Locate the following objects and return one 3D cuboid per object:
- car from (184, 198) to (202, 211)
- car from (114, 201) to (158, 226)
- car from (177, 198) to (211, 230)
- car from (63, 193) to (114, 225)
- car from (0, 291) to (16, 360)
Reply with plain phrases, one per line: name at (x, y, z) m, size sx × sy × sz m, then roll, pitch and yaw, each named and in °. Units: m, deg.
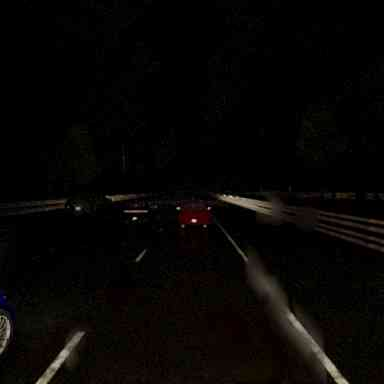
car at (0.120, 1.368, 37.913) m, size 1.895 × 1.301 × 4.718 m, roll 0°, pitch 0°, yaw 0°
car at (-3.389, 1.356, 22.137) m, size 2.128 × 1.511 × 4.902 m, roll 0°, pitch 0°, yaw 0°
car at (0.111, 1.354, 20.079) m, size 1.882 × 1.535 × 5.008 m, roll 0°, pitch 0°, yaw 0°
car at (-6.888, 1.081, 22.788) m, size 2.150 × 2.045 × 5.566 m, roll 0°, pitch 0°, yaw 0°
car at (-3.398, 1.508, 2.764) m, size 1.812 × 1.442 × 4.674 m, roll 0°, pitch 0°, yaw 0°
